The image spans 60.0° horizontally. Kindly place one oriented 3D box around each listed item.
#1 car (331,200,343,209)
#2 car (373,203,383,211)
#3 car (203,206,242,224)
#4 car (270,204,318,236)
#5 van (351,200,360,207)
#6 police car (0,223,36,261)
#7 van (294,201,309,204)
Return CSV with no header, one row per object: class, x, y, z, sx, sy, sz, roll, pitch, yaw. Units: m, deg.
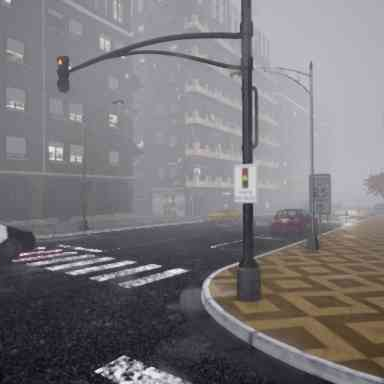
car,29.018,2.498,66.926,2.192,1.841,5.009,-2,-2,35
car,32.543,2.581,57.508,1.947,1.339,4.313,-2,-2,35
car,2.804,1.999,29.898,1.752,1.417,4.829,-2,-2,35
car,6.423,1.749,20.628,1.967,1.590,4.097,-2,-2,35
van,42.042,2.879,85.392,1.690,1.788,3.998,-2,-2,35
police car,-7.696,1.541,10.442,2.038,1.542,4.974,0,-2,35
van,15.959,2.170,48.483,1.690,1.788,3.998,-2,-2,35
